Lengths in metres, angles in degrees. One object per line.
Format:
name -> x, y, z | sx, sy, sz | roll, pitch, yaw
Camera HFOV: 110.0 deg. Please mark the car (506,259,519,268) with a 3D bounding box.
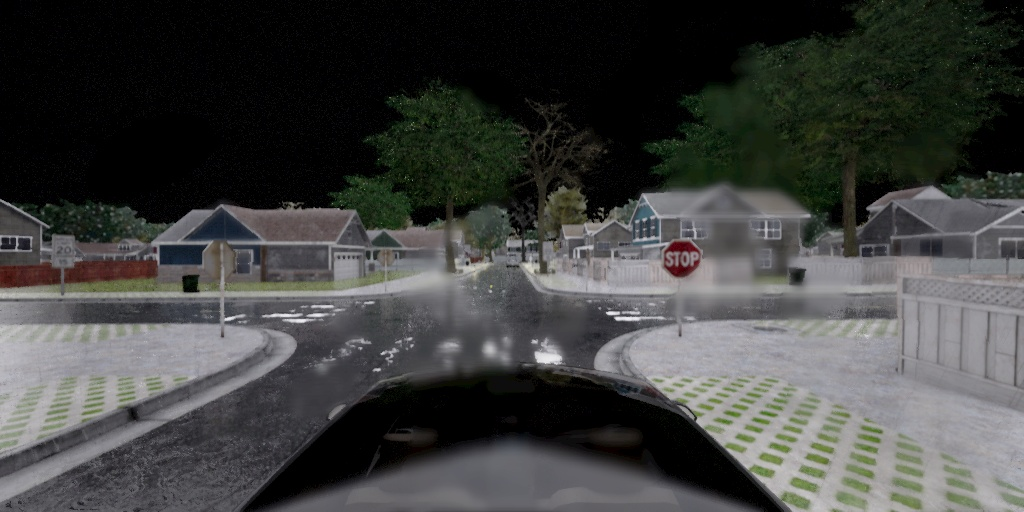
car -> 0.113, 1.227, 57.443 | 1.994, 1.385, 4.181 | 0, 0, 0
